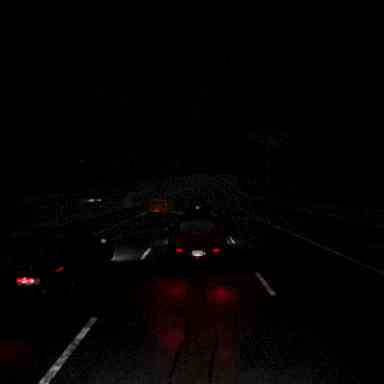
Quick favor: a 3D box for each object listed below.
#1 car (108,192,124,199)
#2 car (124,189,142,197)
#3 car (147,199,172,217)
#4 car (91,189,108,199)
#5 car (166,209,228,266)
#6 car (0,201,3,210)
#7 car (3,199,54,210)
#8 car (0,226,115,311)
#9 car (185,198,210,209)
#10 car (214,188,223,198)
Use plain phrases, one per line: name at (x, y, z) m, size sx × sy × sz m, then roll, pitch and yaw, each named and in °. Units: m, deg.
car at (-15.413, 0.727, 69.445) m, size 1.994 × 1.385 × 4.181 m, roll 0°, pitch 1°, yaw 3°
car at (-11.923, 0.406, 69.186) m, size 2.150 × 2.045 × 5.566 m, roll 0°, pitch 1°, yaw 3°
car at (-2.956, 1.399, 30.871) m, size 1.882 × 1.535 × 5.008 m, roll 0°, pitch 0°, yaw 2°
car at (-18.958, 0.423, 68.796) m, size 2.150 × 2.045 × 5.566 m, roll 0°, pitch 1°, yaw 3°
car at (0.178, 1.524, 11.487) m, size 1.812 × 1.442 × 4.674 m, roll 0°, pitch 0°, yaw 1°
car at (-17.200, 1.493, 29.057) m, size 1.994 × 1.385 × 4.181 m, roll 0°, pitch 0°, yaw 2°
car at (-13.709, 1.411, 28.756) m, size 1.882 × 1.535 × 5.008 m, roll 0°, pitch 0°, yaw 2°
car at (-3.358, 1.545, 8.034) m, size 2.033 × 1.411 × 5.357 m, roll 0°, pitch 0°, yaw 0°
car at (0.501, 1.290, 29.119) m, size 2.097 × 1.767 × 4.553 m, roll 0°, pitch 0°, yaw 1°
car at (5.881, 0.538, 73.610) m, size 2.128 × 1.511 × 4.902 m, roll 0°, pitch 2°, yaw 4°
